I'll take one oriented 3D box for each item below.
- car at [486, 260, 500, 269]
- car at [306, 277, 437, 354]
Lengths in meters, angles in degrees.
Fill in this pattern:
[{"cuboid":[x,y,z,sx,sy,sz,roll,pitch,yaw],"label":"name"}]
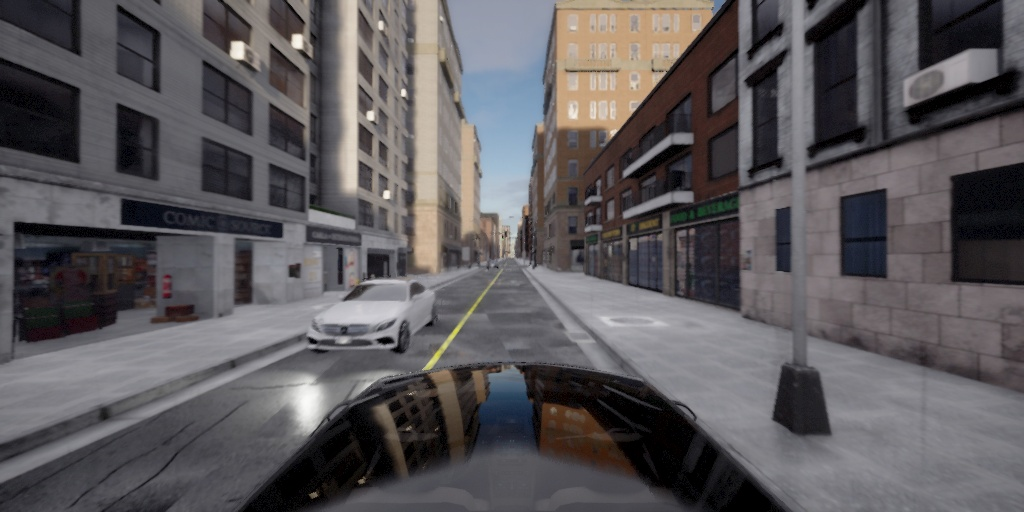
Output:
[{"cuboid":[-2.992,1.326,56.348,2.128,1.511,4.902,0,0,0],"label":"car"},{"cuboid":[-3.100,1.289,8.924,1.812,1.442,4.674,0,0,0],"label":"car"}]
